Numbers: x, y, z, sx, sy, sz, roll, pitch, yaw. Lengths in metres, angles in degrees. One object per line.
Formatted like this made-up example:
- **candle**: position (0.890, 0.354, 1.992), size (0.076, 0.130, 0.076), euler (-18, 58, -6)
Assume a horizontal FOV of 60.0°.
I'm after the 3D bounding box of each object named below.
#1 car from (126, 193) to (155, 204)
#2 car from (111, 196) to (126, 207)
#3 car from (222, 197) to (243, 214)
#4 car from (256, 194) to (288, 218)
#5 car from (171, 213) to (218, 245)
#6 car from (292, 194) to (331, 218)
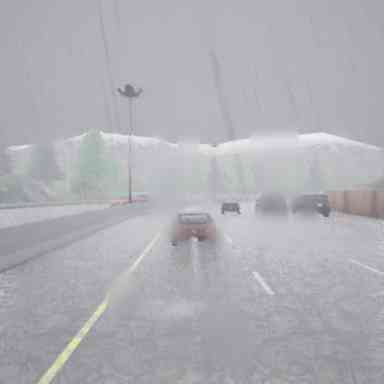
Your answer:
- **car**: position (-7.329, 1.233, 49.931), size (2.150, 2.045, 5.566), euler (0, 0, 16)
- **car**: position (-10.621, 1.419, 51.166), size (2.097, 1.767, 4.553), euler (0, 0, 16)
- **car**: position (4.275, 1.497, 36.434), size (1.882, 1.535, 5.008), euler (-1, 0, 8)
- **car**: position (7.267, 1.236, 30.722), size (2.150, 2.045, 5.566), euler (0, 0, 3)
- **car**: position (0.099, 1.609, 15.466), size (1.895, 1.301, 4.718), euler (0, 0, 0)
- **car**: position (10.735, 1.236, 30.298), size (2.150, 2.045, 5.566), euler (0, 0, 3)
